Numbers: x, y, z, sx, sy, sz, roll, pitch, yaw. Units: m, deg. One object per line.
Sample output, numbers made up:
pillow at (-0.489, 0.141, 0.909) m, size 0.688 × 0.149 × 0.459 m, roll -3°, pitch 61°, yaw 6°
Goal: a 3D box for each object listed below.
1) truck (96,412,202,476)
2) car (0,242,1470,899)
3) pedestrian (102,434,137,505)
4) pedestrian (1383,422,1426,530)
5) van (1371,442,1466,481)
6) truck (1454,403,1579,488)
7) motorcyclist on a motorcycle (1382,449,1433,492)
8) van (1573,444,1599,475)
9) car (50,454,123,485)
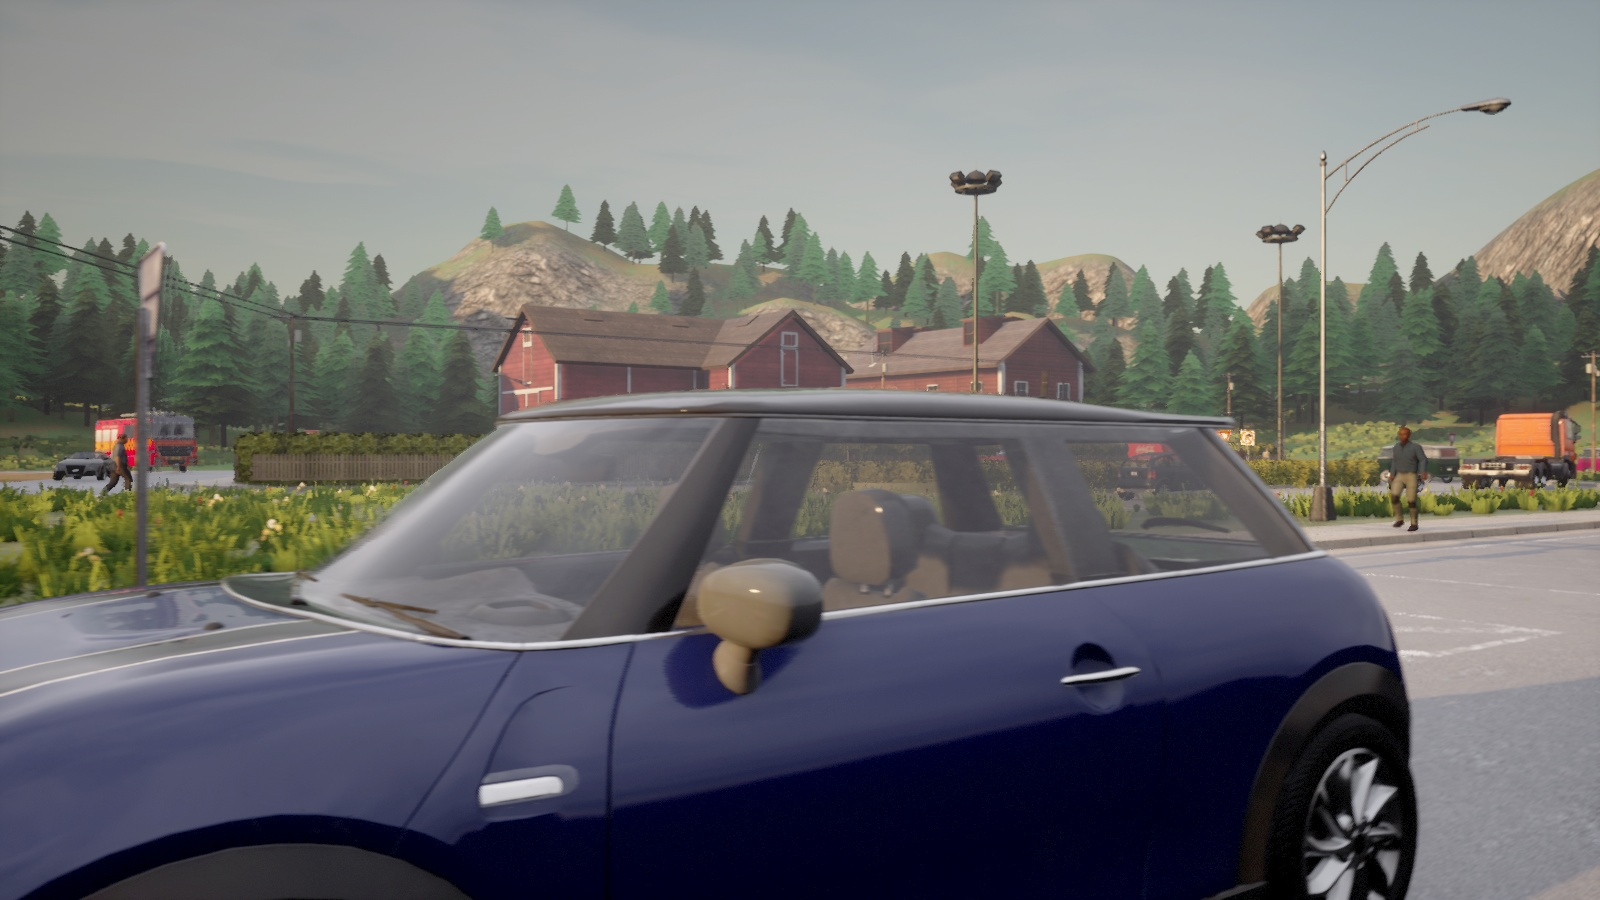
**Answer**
truck at (-41.611, -0.317, 80.125) m, size 8.468 × 3.827 × 2.891 m, roll -1°, pitch -1°, yaw 39°
car at (-0.358, 0.613, 3.447) m, size 4.553 × 1.767 × 2.097 m, roll 0°, pitch 0°, yaw -36°
pedestrian at (-17.842, 0.504, 32.929) m, size 0.694 × 1.848 × 0.540 m, roll 0°, pitch 0°, yaw -42°
pedestrian at (10.444, 0.434, 21.695) m, size 0.726 × 1.835 × 0.370 m, roll 0°, pitch 0°, yaw -37°
van at (32.619, 0.601, 66.388) m, size 1.775 × 1.987 × 4.442 m, roll 0°, pitch 0°, yaw -22°
truck at (31.592, -0.163, 55.178) m, size 2.891 × 3.462 × 7.936 m, roll 0°, pitch 0°, yaw 44°
motorcyclist on a motorcycle at (23.535, 0.771, 48.621) m, size 2.350 × 1.649 × 0.766 m, roll 0°, pitch 0°, yaw -36°
van at (51.556, 0.592, 79.213) m, size 1.775 × 1.987 × 4.442 m, roll 0°, pitch 0°, yaw -35°
car at (-33.680, 0.889, 59.428) m, size 1.994 × 1.385 × 4.181 m, roll 0°, pitch 0°, yaw -15°
